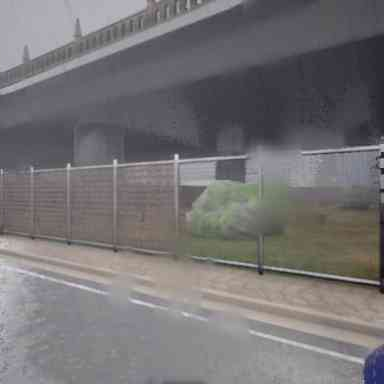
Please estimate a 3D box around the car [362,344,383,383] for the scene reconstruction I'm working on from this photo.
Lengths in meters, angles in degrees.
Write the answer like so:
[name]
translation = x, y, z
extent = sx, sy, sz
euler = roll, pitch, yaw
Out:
[car]
translation = 3.393, 1.523, 1.573
extent = 4.674, 1.442, 1.812
euler = 0, 0, 35
